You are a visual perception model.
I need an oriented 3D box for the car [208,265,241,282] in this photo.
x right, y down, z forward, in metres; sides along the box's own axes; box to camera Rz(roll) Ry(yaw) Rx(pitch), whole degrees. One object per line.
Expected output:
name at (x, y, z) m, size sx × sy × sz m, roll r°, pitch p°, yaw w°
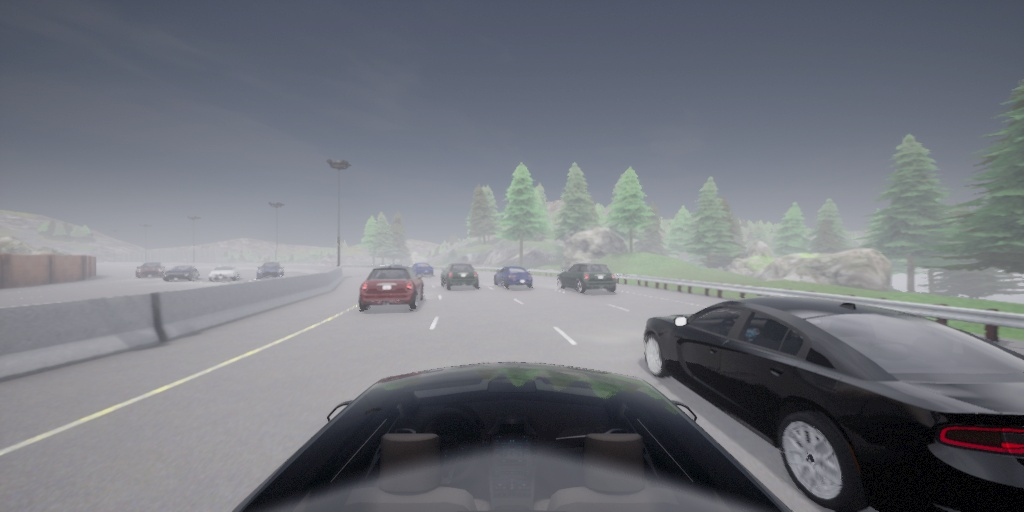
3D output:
car at (-26.181, 1.566, 32.780) m, size 1.812 × 1.442 × 4.674 m, roll 0°, pitch 0°, yaw -31°

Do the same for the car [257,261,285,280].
car at (-23.507, 1.394, 35.053) m, size 2.097 × 1.767 × 4.553 m, roll 0°, pitch 0°, yaw -31°

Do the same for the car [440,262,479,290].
car at (-3.669, 1.252, 24.541) m, size 2.097 × 1.767 × 4.553 m, roll 0°, pitch 0°, yaw -17°

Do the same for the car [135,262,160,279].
car at (-38.584, 1.476, 38.415) m, size 2.097 × 1.767 × 4.553 m, roll 0°, pitch 0°, yaw -41°

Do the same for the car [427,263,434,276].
car at (-10.314, 1.497, 40.460) m, size 1.882 × 1.535 × 5.008 m, roll 0°, pitch 0°, yaw -28°

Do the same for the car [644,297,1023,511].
car at (3.305, 1.230, 4.366) m, size 1.882 × 1.535 × 5.008 m, roll 0°, pitch 0°, yaw -2°

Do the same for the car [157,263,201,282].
car at (-30.326, 1.606, 33.099) m, size 2.033 × 1.411 × 5.357 m, roll 0°, pitch 0°, yaw -32°

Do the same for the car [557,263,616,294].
car at (4.349, 1.200, 21.560) m, size 2.097 × 1.767 × 4.553 m, roll 0°, pitch 0°, yaw -13°

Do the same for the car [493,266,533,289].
car at (0.026, 1.409, 24.471) m, size 1.812 × 1.442 × 4.674 m, roll 0°, pitch 0°, yaw -16°

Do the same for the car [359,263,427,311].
car at (-4.982, 1.202, 15.351) m, size 2.097 × 1.767 × 4.553 m, roll 0°, pitch 0°, yaw -10°

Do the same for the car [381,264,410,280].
car at (-11.729, 1.546, 35.850) m, size 2.033 × 1.411 × 5.357 m, roll 0°, pitch 0°, yaw -26°
